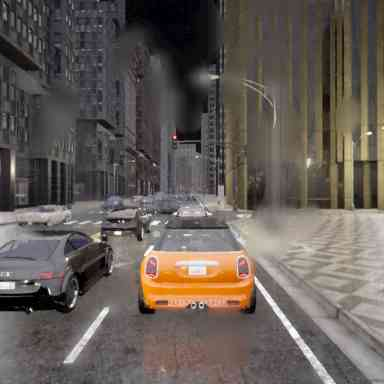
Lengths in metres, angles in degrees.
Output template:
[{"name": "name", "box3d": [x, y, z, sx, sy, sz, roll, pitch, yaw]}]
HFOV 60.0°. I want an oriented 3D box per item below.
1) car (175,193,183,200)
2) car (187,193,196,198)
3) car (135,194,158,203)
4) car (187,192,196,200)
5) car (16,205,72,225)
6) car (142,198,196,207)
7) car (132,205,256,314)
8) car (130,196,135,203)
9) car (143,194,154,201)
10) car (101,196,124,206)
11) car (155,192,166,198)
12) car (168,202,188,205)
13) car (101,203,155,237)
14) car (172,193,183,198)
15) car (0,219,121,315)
[{"name": "car", "box3d": [-3.338, 1.126, 84.315, 1.837, 1.490, 4.892, 0, 0, 0]}, {"name": "car", "box3d": [-0.077, 1.345, 74.313, 1.812, 1.442, 4.674, 0, 0, 0]}, {"name": "car", "box3d": [-6.649, 1.463, 49.322, 2.033, 1.411, 5.357, 0, 0, 0]}, {"name": "car", "box3d": [-0.088, 0.982, 84.287, 2.097, 1.767, 4.553, 0, 0, 0]}, {"name": "car", "box3d": [-9.874, 1.582, 22.494, 1.895, 1.301, 4.718, 0, 0, 0]}, {"name": "car", "box3d": [-1.522, 1.515, 30.215, 5.357, 1.411, 2.033, 0, 0, 29]}, {"name": "car", "box3d": [0.096, 1.350, 7.764, 2.097, 1.767, 4.553, 0, 0, 0]}, {"name": "car", "box3d": [-9.883, 1.370, 60.102, 2.128, 1.511, 4.902, 0, 0, 0]}, {"name": "car", "box3d": [-9.830, 1.316, 75.548, 1.837, 1.490, 4.892, 0, 0, 0]}, {"name": "car", "box3d": [-9.892, 1.292, 41.546, 2.097, 1.767, 4.553, 0, 0, 0]}, {"name": "car", "box3d": [-6.591, 1.077, 67.312, 2.150, 2.045, 5.566, 0, 0, 0]}, {"name": "car", "box3d": [0.015, 1.480, 16.770, 2.128, 1.511, 4.902, 0, 0, 1]}, {"name": "car", "box3d": [-3.165, 1.494, 16.563, 1.837, 1.490, 4.892, 0, 0, 0]}, {"name": "car", "box3d": [-3.327, 1.176, 74.279, 2.097, 1.767, 4.553, 0, 0, 0]}, {"name": "car", "box3d": [-3.164, 1.562, 7.667, 1.994, 1.385, 4.181, 0, 0, 0]}]
